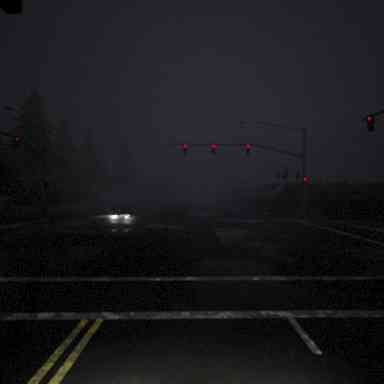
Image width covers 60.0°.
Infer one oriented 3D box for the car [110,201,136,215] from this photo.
[{"bbox_3d":[-6.966,1.573,34.010,1.994,1.385,4.181,0,0,0],"label":"car"}]
